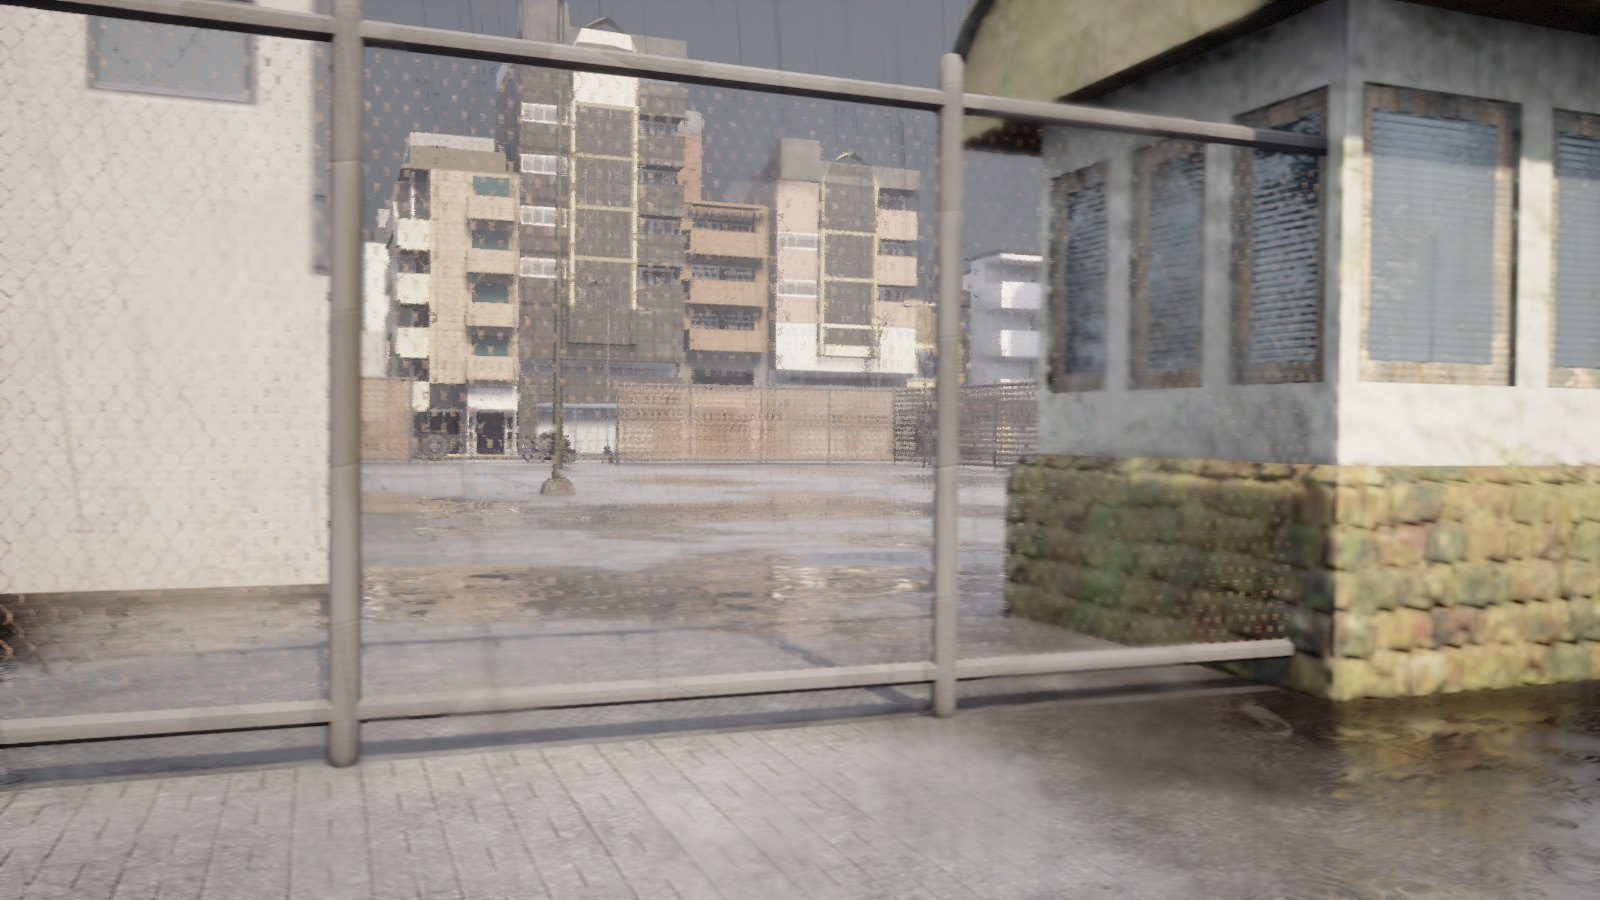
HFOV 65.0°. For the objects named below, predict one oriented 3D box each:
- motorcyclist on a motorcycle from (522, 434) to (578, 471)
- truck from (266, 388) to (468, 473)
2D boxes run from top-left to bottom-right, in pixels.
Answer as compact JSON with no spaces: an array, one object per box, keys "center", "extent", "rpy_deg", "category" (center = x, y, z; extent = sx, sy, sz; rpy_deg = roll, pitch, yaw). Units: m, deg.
[{"center":[-10.498,0.088,52.798],"extent":[2.191,1.530,0.866],"rpy_deg":[-1,1,-21],"category":"motorcyclist on a motorcycle"},{"center":[-18.566,-0.862,53.996],"extent":[7.936,3.462,2.891],"rpy_deg":[-1,1,-21],"category":"truck"}]
